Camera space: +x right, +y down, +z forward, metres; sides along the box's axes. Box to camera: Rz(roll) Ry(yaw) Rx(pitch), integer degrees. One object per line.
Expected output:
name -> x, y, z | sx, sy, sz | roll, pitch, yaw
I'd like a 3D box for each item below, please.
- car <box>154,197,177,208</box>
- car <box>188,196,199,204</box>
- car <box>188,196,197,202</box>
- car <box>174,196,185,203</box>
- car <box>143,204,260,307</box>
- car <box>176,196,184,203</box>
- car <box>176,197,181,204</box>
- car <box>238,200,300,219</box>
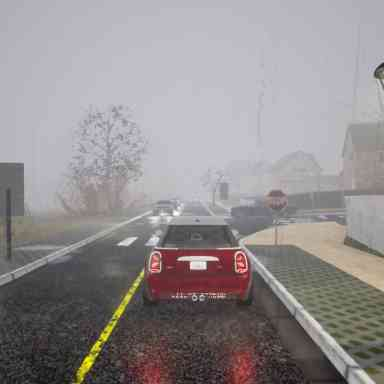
car -> -2.784, 1.532, 33.289 | 1.812, 1.442, 4.674 | 0, 0, 0
car -> 0.225, 1.561, 65.403 | 1.812, 1.442, 4.674 | 0, 0, 0
car -> 0.147, 1.604, 75.569 | 1.994, 1.385, 4.181 | 0, 0, 0
car -> -2.619, 1.540, 69.377 | 2.128, 1.511, 4.902 | 0, 0, 0
car -> 0.115, 1.351, 8.158 | 2.097, 1.767, 4.553 | 0, 0, 0
car -> -2.742, 1.548, 53.397 | 1.812, 1.442, 4.674 | 0, 0, 1
car -> -2.766, 1.614, 42.923 | 1.895, 1.301, 4.718 | 0, 0, 0
car -> 5.107, 1.243, 23.542 | 4.718, 1.301, 1.895 | -3, 0, 22
